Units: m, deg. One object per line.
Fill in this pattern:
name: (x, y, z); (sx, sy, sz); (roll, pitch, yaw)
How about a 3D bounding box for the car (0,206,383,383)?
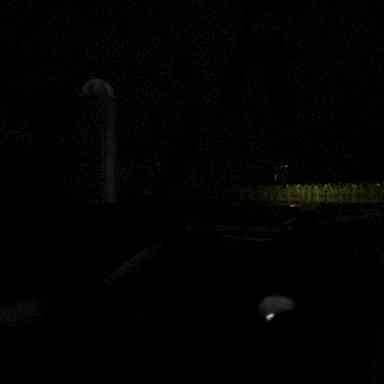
car: (0.562, 1.219, 3.470); (5.566, 2.045, 2.150); (0, 0, -35)
